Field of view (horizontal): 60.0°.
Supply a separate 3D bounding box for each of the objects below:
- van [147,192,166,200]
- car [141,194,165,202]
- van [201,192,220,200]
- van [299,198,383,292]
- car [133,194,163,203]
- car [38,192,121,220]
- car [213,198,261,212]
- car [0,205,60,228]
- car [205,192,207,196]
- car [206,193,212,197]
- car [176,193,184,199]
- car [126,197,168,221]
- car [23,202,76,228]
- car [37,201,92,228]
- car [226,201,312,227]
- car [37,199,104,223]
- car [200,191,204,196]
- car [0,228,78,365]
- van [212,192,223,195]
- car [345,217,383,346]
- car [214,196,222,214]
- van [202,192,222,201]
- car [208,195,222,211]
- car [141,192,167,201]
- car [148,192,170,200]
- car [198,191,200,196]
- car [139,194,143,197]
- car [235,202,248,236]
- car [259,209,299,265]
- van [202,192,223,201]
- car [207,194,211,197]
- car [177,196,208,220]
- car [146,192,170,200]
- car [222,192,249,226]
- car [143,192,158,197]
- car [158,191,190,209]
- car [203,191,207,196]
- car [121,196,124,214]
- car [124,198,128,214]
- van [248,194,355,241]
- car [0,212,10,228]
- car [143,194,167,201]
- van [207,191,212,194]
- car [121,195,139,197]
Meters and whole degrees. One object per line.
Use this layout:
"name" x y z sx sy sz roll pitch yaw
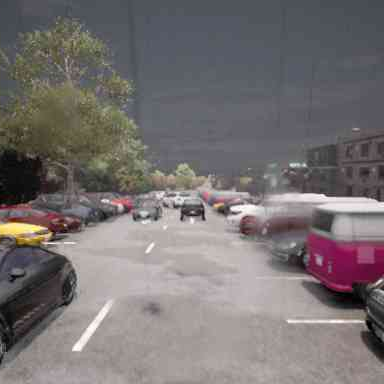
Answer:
"van" -8.499 1.000 79.382 4.442 1.987 1.878 0 0 0
"car" -8.348 1.273 71.057 4.792 1.488 2.163 0 0 0
"van" 4.578 0.992 82.757 4.442 1.987 1.878 0 0 0
"van" 4.863 1.211 7.073 4.442 1.987 1.878 0 0 0
"car" -8.185 1.257 62.729 5.366 1.575 1.946 0 0 0
"car" -8.314 1.100 23.711 5.566 2.045 2.435 0 0 0
"car" 4.700 1.346 35.104 4.792 1.488 2.163 0 0 0
"car" -8.149 1.405 12.573 5.366 1.575 1.946 0 0 0
"car" 4.686 1.156 51.923 4.553 1.767 2.185 0 0 0
"car" 4.727 1.293 46.317 5.008 1.535 2.097 0 0 0
"car" -3.306 1.184 92.152 1.837 1.490 4.892 0 0 0
"car" -3.335 1.356 25.557 2.128 1.511 4.902 0 0 0
"car" -8.330 1.394 15.360 5.008 1.535 2.097 0 0 0
"car" -8.309 1.409 18.145 4.792 1.488 2.163 0 0 0
"car" 4.744 1.363 21.095 4.892 1.521 2.231 0 0 0
"car" -8.369 1.394 20.930 4.792 1.488 2.163 0 0 0
"car" 4.740 1.013 60.333 5.566 2.045 2.435 0 0 0
"car" -3.341 1.531 5.130 1.994 1.385 4.181 0 0 0
"van" 4.844 1.085 37.907 4.442 1.987 1.878 0 0 0
"car" 4.779 1.326 4.269 4.553 1.767 2.185 0 0 0
"car" 4.739 1.329 29.501 5.008 1.535 2.097 0 0 0
"van" 4.582 1.003 77.153 4.442 1.987 1.878 0 0 0
"car" 4.546 1.319 32.301 5.366 1.575 1.946 0 0 0
"car" -8.407 0.986 73.832 5.566 2.045 2.435 0 0 0
"car" -8.358 0.958 84.935 5.566 2.045 2.435 0 0 0
"car" 4.725 0.972 79.957 5.566 2.045 2.435 0 0 0
"car" -8.322 1.067 34.729 5.566 2.045 2.435 0 0 0
"car" 4.749 1.392 15.484 5.008 1.535 2.097 0 0 0
"car" 4.752 1.423 9.878 4.892 1.521 2.231 0 0 0
"van" 4.584 1.009 74.350 4.442 1.987 1.878 0 0 0
"car" 4.753 1.328 43.514 4.792 1.488 2.163 0 0 0
"car" 0.070 1.337 26.900 1.882 1.535 5.008 0 0 0
"car" -8.413 0.969 82.159 5.566 2.045 2.435 0 0 0
"car" 4.713 1.126 18.287 5.566 2.045 2.435 0 0 0
"car" -8.374 1.267 59.953 4.892 1.521 2.231 0 0 0
"car" -1.962 1.044 41.968 2.150 2.045 5.566 1 0 -26
"car" 4.744 1.144 57.530 4.553 1.767 2.185 0 0 0
"car" -8.339 1.341 26.499 5.008 1.535 2.097 0 0 0
"car" -8.343 1.372 29.160 4.674 1.452 2.002 0 0 0
"van" 4.629 1.181 12.680 4.442 1.987 1.878 0 0 0
"car" -8.331 1.463 9.788 4.674 1.452 2.002 0 0 0
"car" -8.566 1.229 76.608 5.366 1.575 1.946 0 0 0
"van" 4.836 1.061 49.120 4.442 1.987 1.878 0 0 0
"car" -8.319 1.072 32.067 5.566 2.045 2.435 0 0 0
